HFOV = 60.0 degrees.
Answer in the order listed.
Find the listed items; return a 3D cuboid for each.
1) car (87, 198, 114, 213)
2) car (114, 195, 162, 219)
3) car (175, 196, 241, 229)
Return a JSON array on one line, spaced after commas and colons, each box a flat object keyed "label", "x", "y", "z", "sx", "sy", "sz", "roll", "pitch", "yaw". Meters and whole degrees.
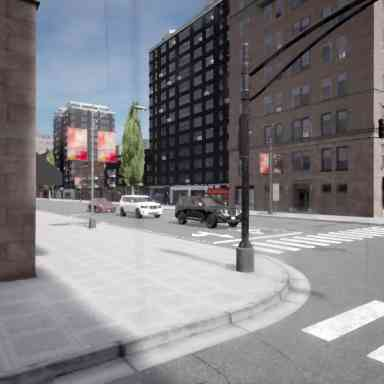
[{"label": "car", "x": -10.582, "y": 1.492, "z": 38.896, "sx": 2.097, "sy": 1.767, "sz": 4.553, "roll": 0, "pitch": 0, "yaw": -36}, {"label": "car", "x": -4.921, "y": 1.325, "z": 31.045, "sx": 2.150, "sy": 2.045, "sz": 5.566, "roll": 0, "pitch": 0, "yaw": -36}, {"label": "car", "x": 0.951, "y": 1.286, "z": 22.912, "sx": 2.150, "sy": 2.045, "sz": 5.566, "roll": 0, "pitch": 0, "yaw": -36}]
